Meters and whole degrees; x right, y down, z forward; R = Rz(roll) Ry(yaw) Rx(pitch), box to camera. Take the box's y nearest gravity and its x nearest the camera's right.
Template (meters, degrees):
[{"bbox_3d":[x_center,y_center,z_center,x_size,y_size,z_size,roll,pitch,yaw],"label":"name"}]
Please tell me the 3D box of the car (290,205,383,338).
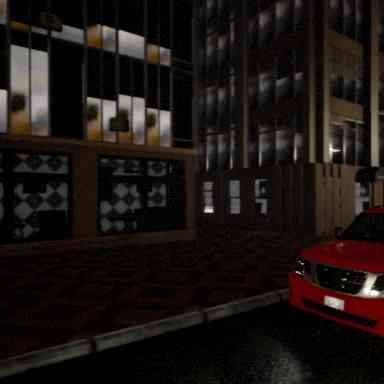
[{"bbox_3d":[4.326,1.283,6.452,5.566,2.045,2.150,1,0,-35],"label":"car"}]
